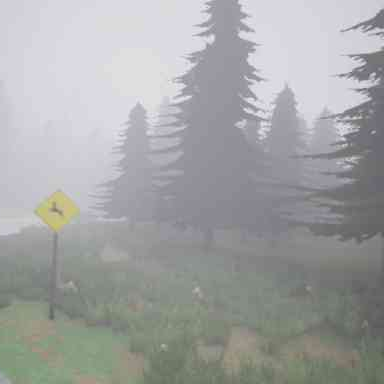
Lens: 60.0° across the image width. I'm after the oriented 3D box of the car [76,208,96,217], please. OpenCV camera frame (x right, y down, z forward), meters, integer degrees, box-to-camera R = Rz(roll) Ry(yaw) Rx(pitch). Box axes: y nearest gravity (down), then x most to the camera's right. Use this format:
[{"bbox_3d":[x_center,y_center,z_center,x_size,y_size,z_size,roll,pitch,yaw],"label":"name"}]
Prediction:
[{"bbox_3d":[-11.772,2.398,34.491,2.033,1.411,5.357,5,-2,15],"label":"car"}]
